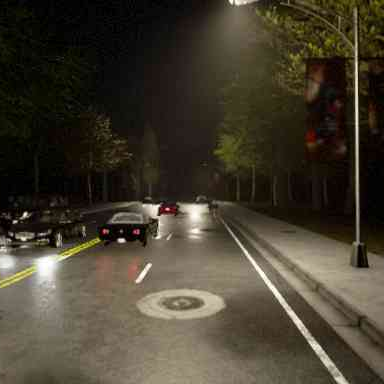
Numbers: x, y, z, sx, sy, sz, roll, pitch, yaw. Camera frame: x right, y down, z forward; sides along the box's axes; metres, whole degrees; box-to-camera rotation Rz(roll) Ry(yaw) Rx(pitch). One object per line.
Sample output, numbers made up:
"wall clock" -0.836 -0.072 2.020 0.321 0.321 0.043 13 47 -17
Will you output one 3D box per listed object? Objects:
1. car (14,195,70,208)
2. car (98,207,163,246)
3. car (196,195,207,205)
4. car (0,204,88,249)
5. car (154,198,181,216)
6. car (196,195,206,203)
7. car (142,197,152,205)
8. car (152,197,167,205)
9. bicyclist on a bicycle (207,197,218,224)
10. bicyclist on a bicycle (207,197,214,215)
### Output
"car" -9.255 1.221 20.350 2.150 2.045 5.566 0 0 2
"car" -2.694 1.600 15.263 1.895 1.301 4.718 0 0 2
"car" 1.833 1.598 61.829 1.812 1.442 4.674 0 0 2
"car" -6.156 1.503 14.734 1.837 1.490 4.892 0 0 2
"car" -2.212 1.577 32.922 1.994 1.385 4.181 0 0 2
"car" 2.061 1.473 73.982 2.097 1.767 4.553 0 0 2
"car" -8.075 1.634 62.060 1.994 1.385 4.181 0 0 2
"car" -5.025 1.530 55.663 1.882 1.535 5.008 0 0 2
"bicyclist on a bicycle" 1.587 1.375 23.953 0.659 1.776 1.843 0 0 2
"bicyclist on a bicycle" 1.864 1.385 34.065 0.659 1.776 1.843 0 0 2
